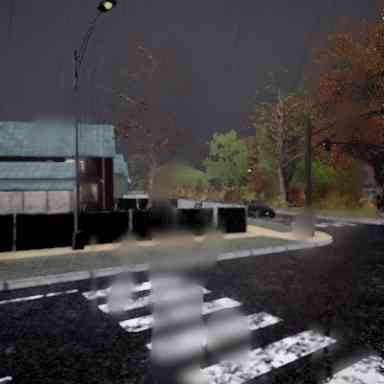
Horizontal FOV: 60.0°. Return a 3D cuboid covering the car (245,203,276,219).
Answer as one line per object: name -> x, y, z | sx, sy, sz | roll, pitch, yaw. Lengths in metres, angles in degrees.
car -> 6.049, 1.687, 30.892 | 1.994, 1.385, 4.181 | -1, 0, -15

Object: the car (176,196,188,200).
car -> -1.987, 1.501, 61.652 | 1.837, 1.490, 4.892 | -1, 0, -14

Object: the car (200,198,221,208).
car -> 2.474, 1.557, 44.451 | 2.128, 1.511, 4.902 | -1, 1, -15
